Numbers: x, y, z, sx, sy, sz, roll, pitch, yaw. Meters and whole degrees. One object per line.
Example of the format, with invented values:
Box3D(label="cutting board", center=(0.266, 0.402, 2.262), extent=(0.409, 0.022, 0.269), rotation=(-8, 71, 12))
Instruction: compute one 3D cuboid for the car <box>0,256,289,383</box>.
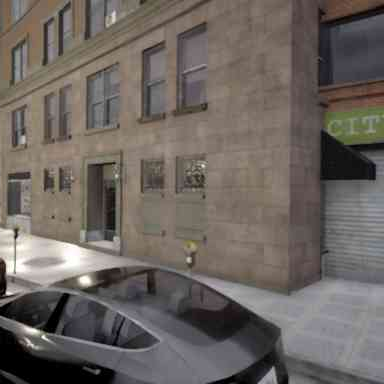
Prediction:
Box3D(label="car", center=(-1.092, 1.565, 3.850), extent=(4.313, 1.339, 1.947), rotation=(0, 1, 35))
